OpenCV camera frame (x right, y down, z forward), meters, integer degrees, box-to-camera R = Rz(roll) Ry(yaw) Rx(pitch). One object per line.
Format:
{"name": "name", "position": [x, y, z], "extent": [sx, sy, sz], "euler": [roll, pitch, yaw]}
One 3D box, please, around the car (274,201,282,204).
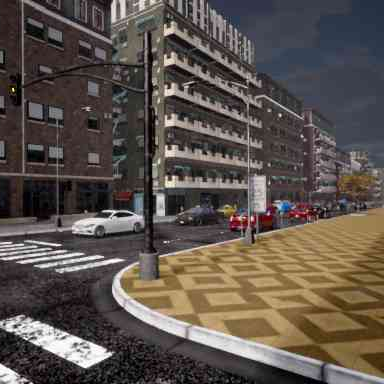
{"name": "car", "position": [10.267, 2.289, 45.468], "extent": [1.887, 1.381, 4.507], "euler": [-2, -2, 35]}

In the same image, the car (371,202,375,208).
{"name": "car", "position": [36.490, 2.745, 68.506], "extent": [2.008, 1.369, 4.403], "euler": [-2, -2, 35]}

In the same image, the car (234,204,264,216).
{"name": "car", "position": [7.034, 2.222, 40.835], "extent": [1.947, 1.339, 4.313], "euler": [-2, -2, 35]}

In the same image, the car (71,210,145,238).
{"name": "car", "position": [-4.739, 1.778, 19.467], "extent": [1.812, 1.442, 4.674], "euler": [-1, -1, 34]}

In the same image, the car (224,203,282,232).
{"name": "car", "position": [4.150, 1.751, 22.187], "extent": [1.967, 1.590, 4.097], "euler": [-2, -2, 35]}

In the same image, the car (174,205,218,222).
{"name": "car", "position": [0.469, 2.002, 31.432], "extent": [1.752, 1.417, 4.829], "euler": [-2, -2, 35]}

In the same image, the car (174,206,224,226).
{"name": "car", "position": [0.787, 1.950, 27.395], "extent": [2.033, 1.411, 5.357], "euler": [-1, -1, 35]}

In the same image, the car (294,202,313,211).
{"name": "car", "position": [19.969, 2.554, 59.365], "extent": [1.887, 1.381, 4.507], "euler": [-2, -2, 35]}

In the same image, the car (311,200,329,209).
{"name": "car", "position": [26.434, 2.501, 68.636], "extent": [2.192, 1.841, 5.009], "euler": [-2, -2, 35]}

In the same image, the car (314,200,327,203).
{"name": "car", "position": [17.490, 2.247, 45.739], "extent": [2.128, 1.511, 4.902], "euler": [-1, -1, 35]}

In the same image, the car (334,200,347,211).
{"name": "car", "position": [24.894, 2.463, 56.340], "extent": [1.837, 1.490, 4.892], "euler": [-1, -1, 35]}

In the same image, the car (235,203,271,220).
{"name": "car", "position": [6.574, 2.038, 35.672], "extent": [1.882, 1.535, 5.008], "euler": [-1, -1, 35]}

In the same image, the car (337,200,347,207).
{"name": "car", "position": [39.273, 2.882, 87.103], "extent": [1.690, 1.788, 3.998], "euler": [-2, -2, 35]}

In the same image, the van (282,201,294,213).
{"name": "van", "position": [13.499, 2.174, 50.106], "extent": [1.690, 1.788, 3.998], "euler": [-2, -2, 35]}

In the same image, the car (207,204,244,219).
{"name": "car", "position": [3.703, 2.090, 36.064], "extent": [1.752, 1.417, 4.829], "euler": [-2, -2, 35]}

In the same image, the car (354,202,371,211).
{"name": "car", "position": [30.022, 2.583, 59.241], "extent": [1.947, 1.339, 4.313], "euler": [-2, -2, 35]}

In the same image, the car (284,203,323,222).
{"name": "car", "position": [10.619, 2.032, 31.449], "extent": [1.887, 1.381, 4.507], "euler": [-2, -2, 35]}

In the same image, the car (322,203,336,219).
{"name": "car", "position": [13.854, 2.141, 36.080], "extent": [1.947, 1.339, 4.313], "euler": [-2, -2, 35]}
